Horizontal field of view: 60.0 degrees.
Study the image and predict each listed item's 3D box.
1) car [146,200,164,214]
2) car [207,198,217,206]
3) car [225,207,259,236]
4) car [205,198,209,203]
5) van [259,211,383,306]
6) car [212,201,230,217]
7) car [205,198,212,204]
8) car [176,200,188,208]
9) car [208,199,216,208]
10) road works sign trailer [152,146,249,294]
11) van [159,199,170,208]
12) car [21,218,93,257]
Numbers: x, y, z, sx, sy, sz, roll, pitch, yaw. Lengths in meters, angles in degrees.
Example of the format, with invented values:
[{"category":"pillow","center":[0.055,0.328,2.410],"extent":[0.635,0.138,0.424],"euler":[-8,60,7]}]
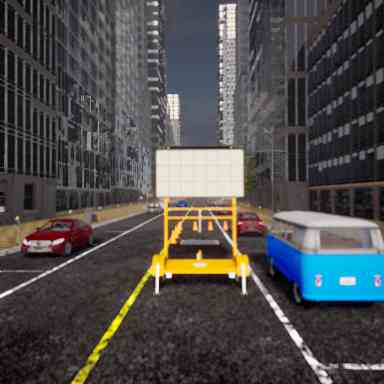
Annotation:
[{"category":"car","center":[-4.785,2.043,42.257],"extent":[2.008,1.369,4.403],"euler":[0,-1,1]},{"category":"car","center":[4.179,2.165,70.537],"extent":[1.967,1.590,4.097],"euler":[0,-1,1]},{"category":"car","center":[3.124,1.782,19.317],"extent":[1.802,1.307,4.206],"euler":[0,-1,1]},{"category":"car","center":[4.062,2.111,64.846],"extent":[1.967,1.590,4.097],"euler":[0,-1,1]},{"category":"van","center":[2.889,1.416,7.939],"extent":[1.690,1.788,3.998],"euler":[0,-1,1]},{"category":"car","center":[3.476,1.969,36.390],"extent":[1.802,1.307,4.206],"euler":[0,-1,1]},{"category":"car","center":[4.649,2.476,93.301],"extent":[1.887,1.381,4.507],"euler":[0,0,1]},{"category":"car","center":[-1.764,2.116,58.337],"extent":[1.882,1.535,5.008],"euler":[0,-1,1]},{"category":"car","center":[3.711,2.057,47.772],"extent":[2.008,1.369,4.403],"euler":[0,-1,1]},{"category":"road works sign trailer","center":[0.216,0.565,9.022],"extent":[2.380,3.560,2.880],"euler":[0,-1,1]},{"category":"van","center":[-4.552,1.949,53.641],"extent":[1.690,1.788,3.998],"euler":[0,-1,1]},{"category":"car","center":[-5.372,1.764,13.801],"extent":[1.802,1.307,4.206],"euler":[0,-1,1]}]
